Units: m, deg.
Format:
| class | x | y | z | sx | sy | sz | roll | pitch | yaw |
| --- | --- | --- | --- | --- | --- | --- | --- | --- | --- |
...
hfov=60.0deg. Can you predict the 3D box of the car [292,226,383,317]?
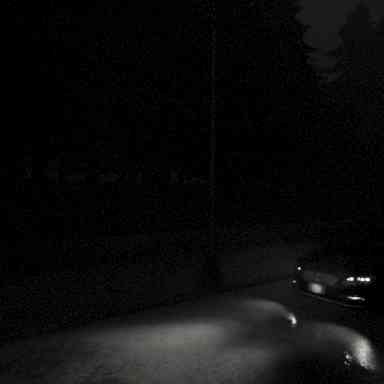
| class | x | y | z | sx | sy | sz | roll | pitch | yaw |
| --- | --- | --- | --- | --- | --- | --- | --- | --- | --- |
| car | 4.347 | 1.570 | 7.673 | 4.902 | 1.511 | 2.128 | 1 | 0 | -35 |
